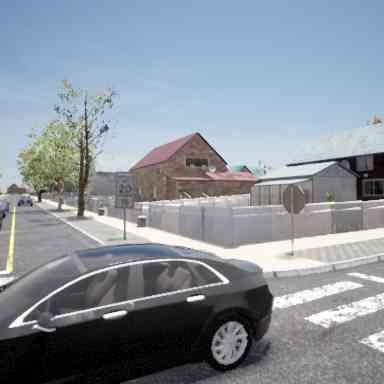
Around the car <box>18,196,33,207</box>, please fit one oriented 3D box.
[{"bbox_3d":[-26.594,1.358,53.049,2.097,1.767,4.553,0,0,-27],"label":"car"}]

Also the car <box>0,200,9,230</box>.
[{"bbox_3d":[-12.743,1.497,20.587,2.128,1.511,4.902,0,0,-28],"label":"car"}]

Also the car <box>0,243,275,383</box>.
[{"bbox_3d":[-1.175,1.502,4.300,4.892,1.490,1.837,0,0,-28],"label":"car"}]
